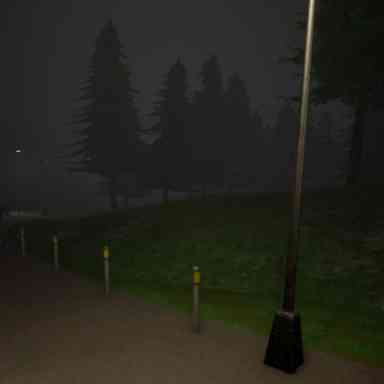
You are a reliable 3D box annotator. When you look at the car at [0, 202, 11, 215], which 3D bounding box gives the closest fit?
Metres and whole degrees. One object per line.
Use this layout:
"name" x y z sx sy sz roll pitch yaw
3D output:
"car" -21.740 1.778 36.808 2.128 1.511 4.902 4 -2 -9
